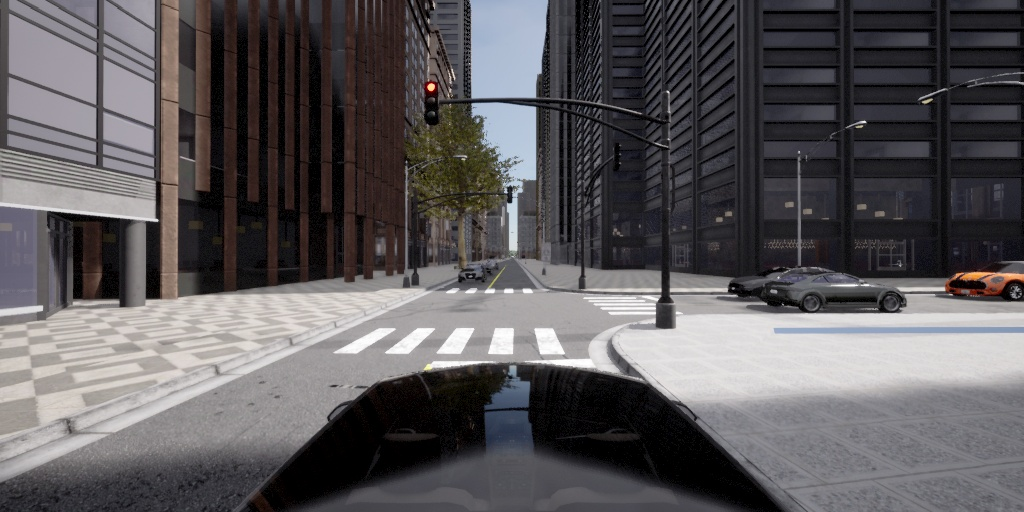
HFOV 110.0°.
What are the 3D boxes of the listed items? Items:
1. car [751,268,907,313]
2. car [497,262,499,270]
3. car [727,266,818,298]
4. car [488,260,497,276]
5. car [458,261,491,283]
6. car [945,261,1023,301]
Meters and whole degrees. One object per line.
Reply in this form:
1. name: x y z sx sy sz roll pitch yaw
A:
1. car: 11.558 1.257 13.077 4.181 1.385 1.994 0 0 0
2. car: -2.930 1.275 51.992 2.128 1.511 4.902 0 0 0
3. car: 12.415 1.207 16.177 4.892 1.490 1.837 0 0 0
4. car: -2.990 1.362 38.231 1.895 1.301 4.718 0 0 0
5. car: -3.021 1.318 28.177 1.994 1.385 4.181 0 0 0
6. car: 22.698 1.016 16.171 4.553 1.767 2.097 0 0 0
